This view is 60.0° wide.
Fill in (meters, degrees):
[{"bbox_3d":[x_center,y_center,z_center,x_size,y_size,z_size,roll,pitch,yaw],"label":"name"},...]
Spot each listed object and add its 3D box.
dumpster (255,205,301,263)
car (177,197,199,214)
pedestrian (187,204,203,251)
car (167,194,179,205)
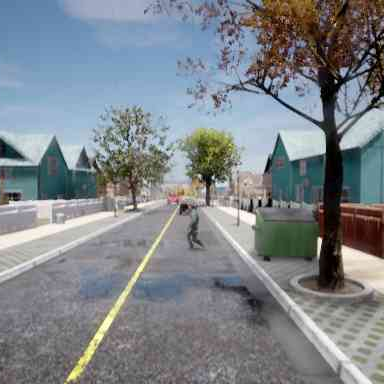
[{"bbox_3d":[2.892,1.375,11.490,1.020,1.700,1.940,2,2,-1],"label":"dumpster"},{"bbox_3d":[-0.342,1.497,34.580,1.837,1.490,4.892,0,0,-1],"label":"car"},{"bbox_3d":[0.086,1.273,12.430,0.375,1.860,0.375,-2,2,-2],"label":"pedestrian"},{"bbox_3d":[-3.556,1.346,63.491,2.150,2.045,5.566,0,-1,0],"label":"car"}]
